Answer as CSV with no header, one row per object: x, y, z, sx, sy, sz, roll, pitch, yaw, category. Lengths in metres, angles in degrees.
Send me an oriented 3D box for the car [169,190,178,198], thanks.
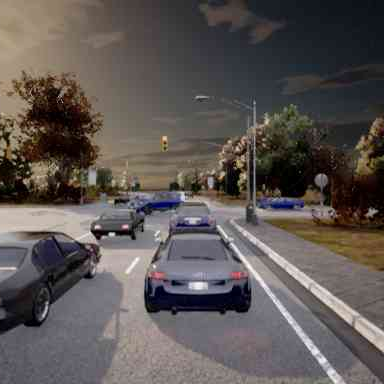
-5.170,0.505,93.599,2.150,2.045,5.566,0,1,-7,car

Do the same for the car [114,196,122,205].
-10.840,1.308,52.061,1.895,1.301,4.718,0,0,0,car

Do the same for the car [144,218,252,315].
0.074,1.547,7.626,1.994,1.385,4.181,0,0,-1,car

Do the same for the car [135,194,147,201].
-10.913,1.149,71.119,1.895,1.301,4.718,0,1,-1,car

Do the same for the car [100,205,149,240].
-3.493,1.530,16.578,1.895,1.301,4.718,0,0,-1,car

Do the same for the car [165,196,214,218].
0.028,1.284,16.259,2.097,1.767,4.553,0,0,0,car

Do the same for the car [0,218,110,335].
-3.423,1.533,6.933,2.033,1.411,5.357,0,0,-1,car

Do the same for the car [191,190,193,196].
-0.855,0.629,83.345,2.150,2.045,5.566,0,1,-4,car

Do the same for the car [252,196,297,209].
10.036,1.257,40.677,5.008,1.535,1.882,0,1,-1,car

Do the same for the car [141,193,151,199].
-11.269,0.959,81.396,1.812,1.442,4.674,0,1,-2,car

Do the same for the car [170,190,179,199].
-4.329,0.646,82.857,2.150,2.045,5.566,0,1,-3,car

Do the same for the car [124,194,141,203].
-10.860,1.136,61.162,2.128,1.511,4.902,0,0,0,car

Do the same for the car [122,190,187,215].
-3.422,1.058,31.429,2.150,2.045,5.566,0,0,44,car

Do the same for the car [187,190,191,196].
-3.217,1.006,39.789,5.566,2.045,2.150,0,0,-4,car

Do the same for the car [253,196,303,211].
9.821,1.280,37.026,5.008,1.535,1.882,0,0,-5,car

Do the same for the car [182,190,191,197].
-1.682,0.464,93.993,2.097,1.767,4.553,0,1,-7,car
